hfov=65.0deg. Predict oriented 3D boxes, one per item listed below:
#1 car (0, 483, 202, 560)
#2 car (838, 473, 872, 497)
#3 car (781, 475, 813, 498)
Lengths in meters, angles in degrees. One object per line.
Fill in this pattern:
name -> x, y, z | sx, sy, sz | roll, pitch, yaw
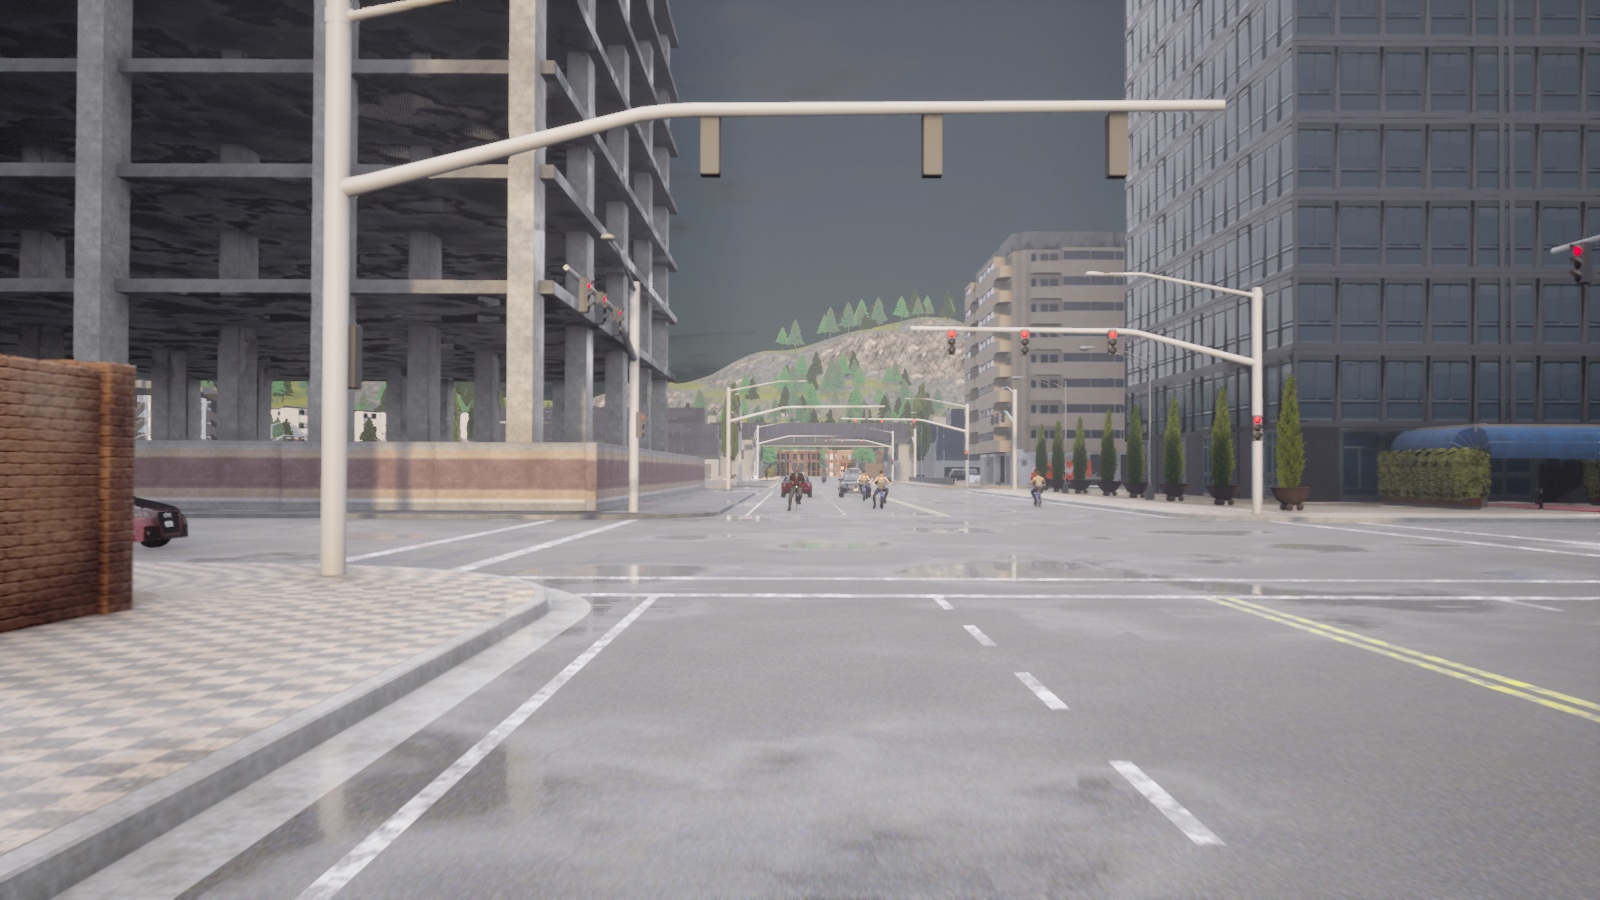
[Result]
car -> -14.069, 1.339, 24.133 | 4.181, 1.385, 1.994 | 0, -1, 1
car -> 3.315, 2.105, 76.322 | 1.812, 1.442, 4.674 | 0, -1, 0
car -> -0.183, 2.182, 75.631 | 1.895, 1.301, 4.718 | 0, -1, 0
